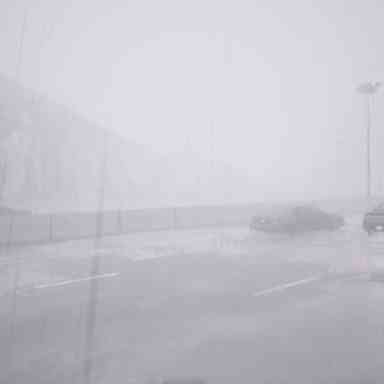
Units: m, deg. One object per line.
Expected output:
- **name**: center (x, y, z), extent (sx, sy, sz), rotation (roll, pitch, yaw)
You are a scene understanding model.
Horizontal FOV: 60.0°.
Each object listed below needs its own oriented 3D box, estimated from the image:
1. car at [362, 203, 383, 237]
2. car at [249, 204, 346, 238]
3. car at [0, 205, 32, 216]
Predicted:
- **car**: center (9.546, 1.188, 14.861), extent (4.902, 1.511, 2.128), rotation (-1, 1, -36)
- **car**: center (5.158, 1.298, 16.030), extent (5.357, 1.411, 2.033), rotation (-1, 1, -36)
- **car**: center (-12.825, 1.521, 20.636), extent (5.357, 1.411, 2.033), rotation (-1, 1, -35)
